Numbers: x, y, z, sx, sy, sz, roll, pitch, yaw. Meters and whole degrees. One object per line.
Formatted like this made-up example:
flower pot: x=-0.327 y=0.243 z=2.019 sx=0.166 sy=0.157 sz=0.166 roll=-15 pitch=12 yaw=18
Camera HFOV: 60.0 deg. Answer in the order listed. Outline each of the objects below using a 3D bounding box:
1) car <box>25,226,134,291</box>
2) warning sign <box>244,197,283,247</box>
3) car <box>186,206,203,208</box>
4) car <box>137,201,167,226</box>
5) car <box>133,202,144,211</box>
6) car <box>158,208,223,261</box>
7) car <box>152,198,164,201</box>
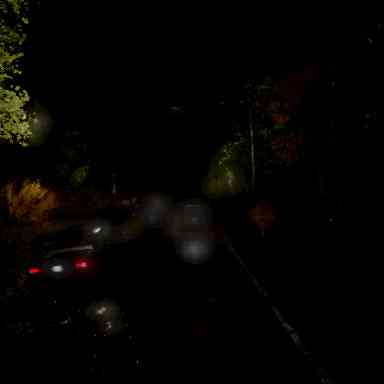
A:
car: x=-3.242 y=1.850 z=10.592 sx=2.033 sy=1.411 sz=5.357 roll=-8 pitch=1 yaw=1
warning sign: x=2.866 y=1.181 z=13.418 sx=1.300 sy=1.860 sz=1.060 roll=-2 pitch=0 yaw=0
car: x=0.221 y=1.809 z=27.116 sx=1.895 sy=1.301 sz=4.718 roll=0 pitch=0 yaw=1
car: x=-3.064 y=1.941 z=27.952 sx=1.994 sy=1.385 sz=4.181 roll=-2 pitch=4 yaw=1
car: x=-9.265 y=2.474 z=58.978 sx=2.128 sy=1.511 sz=4.902 roll=-3 pitch=0 yaw=1
car: x=0.117 y=1.593 z=12.741 sx=2.128 sy=1.511 sz=4.902 roll=0 pitch=0 yaw=1
car: x=-6.032 y=2.044 z=58.900 sx=2.150 sy=2.045 sz=5.566 roll=-3 pitch=0 yaw=1
